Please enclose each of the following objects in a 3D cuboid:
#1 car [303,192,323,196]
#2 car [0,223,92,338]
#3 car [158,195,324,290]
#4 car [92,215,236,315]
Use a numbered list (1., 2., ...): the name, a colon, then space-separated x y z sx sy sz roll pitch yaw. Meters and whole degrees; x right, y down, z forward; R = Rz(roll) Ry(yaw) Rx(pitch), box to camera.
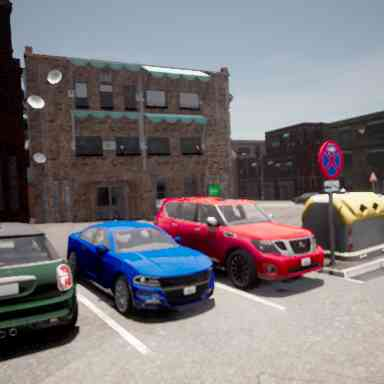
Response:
1. car: 14.064 0.791 39.697 1.812 1.442 4.674 -3 0 -23
2. car: -3.773 1.358 6.275 2.185 1.767 4.553 0 0 -36
3. car: 0.922 1.202 9.633 2.435 2.045 5.566 -1 0 -36
4. car: -1.492 1.480 7.949 2.097 1.535 5.008 0 0 -36
